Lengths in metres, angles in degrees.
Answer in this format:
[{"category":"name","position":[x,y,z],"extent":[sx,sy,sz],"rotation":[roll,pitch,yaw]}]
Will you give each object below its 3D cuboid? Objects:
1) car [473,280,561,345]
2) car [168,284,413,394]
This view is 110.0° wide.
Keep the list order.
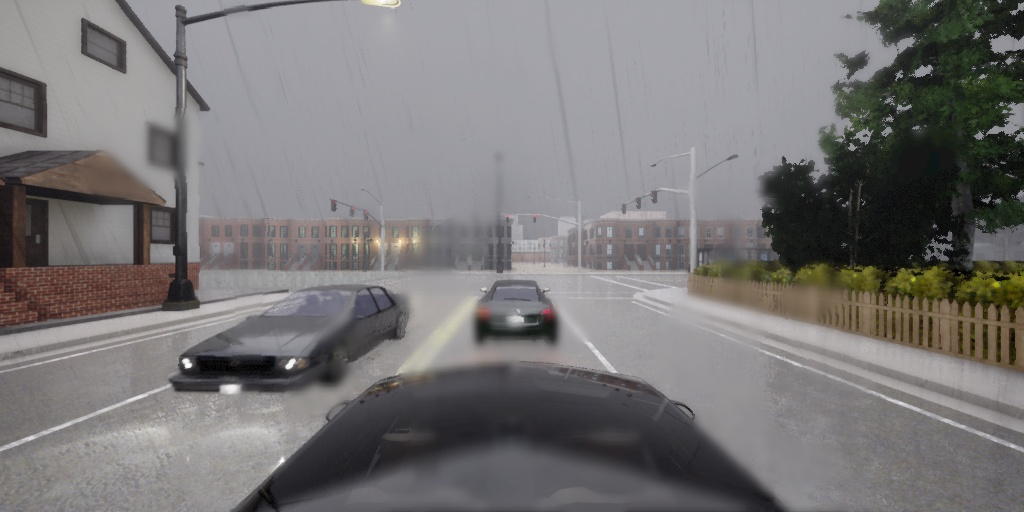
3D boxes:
[{"category":"car","position":[0.104,1.313,9.535],"extent":[1.994,1.385,4.181],"rotation":[0,0,0]},{"category":"car","position":[-3.518,1.297,7.188],"extent":[2.033,1.411,5.357],"rotation":[0,0,1]}]
